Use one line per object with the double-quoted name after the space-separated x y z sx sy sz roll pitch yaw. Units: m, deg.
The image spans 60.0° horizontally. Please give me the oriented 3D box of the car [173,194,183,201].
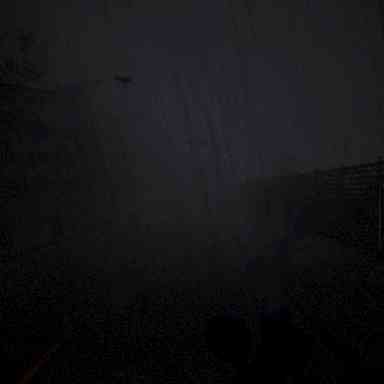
-4.022 1.525 86.289 2.128 1.511 4.902 0 0 0 "car"
